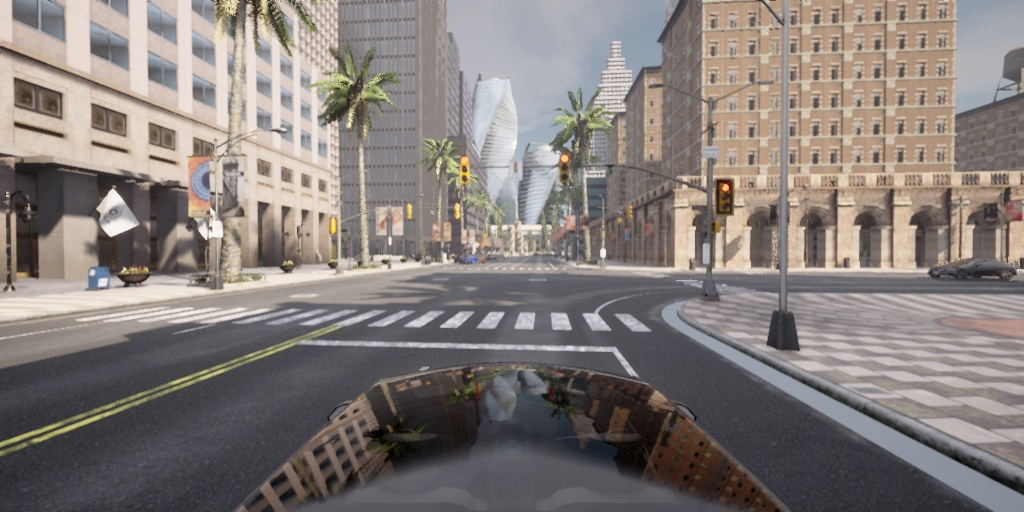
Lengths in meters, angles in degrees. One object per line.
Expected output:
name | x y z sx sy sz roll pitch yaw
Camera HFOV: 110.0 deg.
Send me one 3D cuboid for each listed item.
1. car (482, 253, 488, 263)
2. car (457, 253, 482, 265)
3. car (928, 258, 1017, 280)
car | -5.838 0.360 60.746 2.097 1.767 4.553 0 0 4
car | -6.417 0.538 54.661 1.882 1.535 5.008 0 1 5
car | 33.198 0.943 25.905 4.674 1.442 1.812 0 1 5
